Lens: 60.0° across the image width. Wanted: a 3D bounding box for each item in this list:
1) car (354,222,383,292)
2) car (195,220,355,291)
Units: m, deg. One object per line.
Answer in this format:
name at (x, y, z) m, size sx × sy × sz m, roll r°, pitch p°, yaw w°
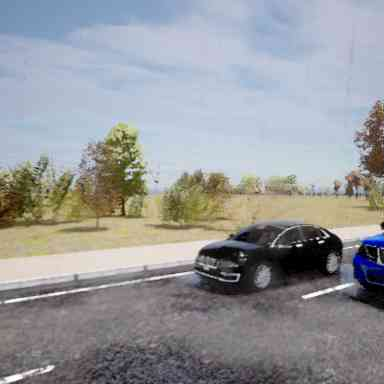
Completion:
car at (6.272, 1.341, 8.177) m, size 5.566 × 2.045 × 2.150 m, roll 1°, pitch 0°, yaw -36°
car at (2.319, 1.593, 9.344) m, size 4.892 × 1.490 × 1.837 m, roll 1°, pitch -1°, yaw -36°
